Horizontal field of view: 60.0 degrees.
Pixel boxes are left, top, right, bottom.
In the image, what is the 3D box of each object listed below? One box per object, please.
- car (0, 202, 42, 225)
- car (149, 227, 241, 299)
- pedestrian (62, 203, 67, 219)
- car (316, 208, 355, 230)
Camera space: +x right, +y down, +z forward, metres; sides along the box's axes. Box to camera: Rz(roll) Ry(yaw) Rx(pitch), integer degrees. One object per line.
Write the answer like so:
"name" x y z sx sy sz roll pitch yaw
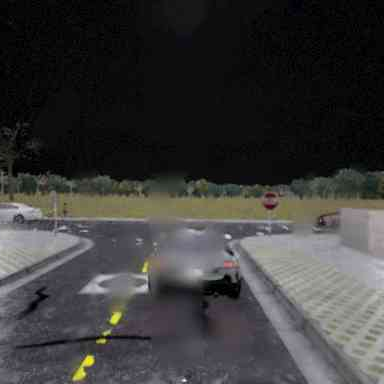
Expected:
"car" -12.708 1.423 22.682 4.674 1.442 1.812 1 0 -2
"car" 0.086 1.590 8.563 1.994 1.385 4.181 0 0 1
"pedestrian" -9.723 1.082 25.474 0.375 1.860 0.375 0 -1 0
"car" 10.758 1.800 22.737 4.181 1.385 1.994 1 0 -1
